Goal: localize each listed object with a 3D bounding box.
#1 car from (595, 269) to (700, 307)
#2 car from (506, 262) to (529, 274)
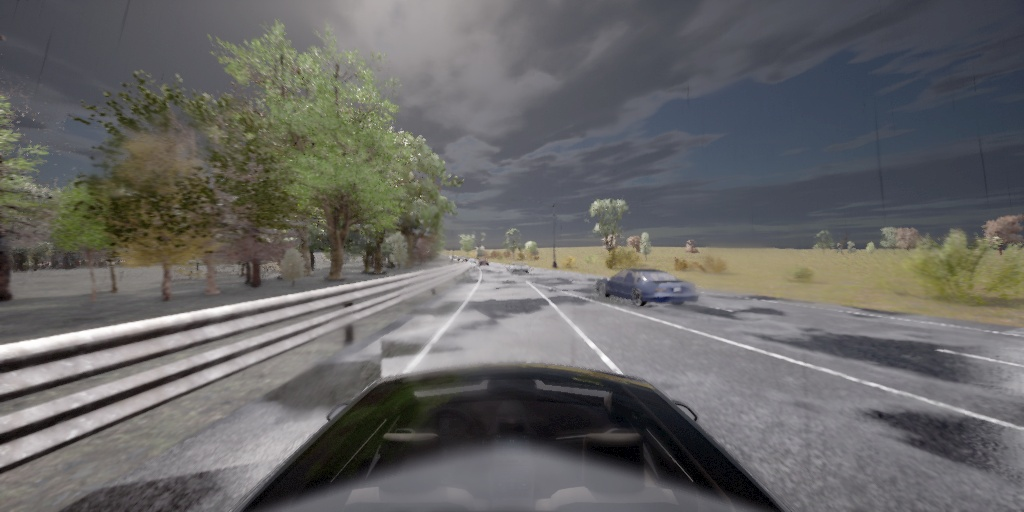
[{"bbox_3d":[5.361,1.229,15.046,2.033,1.411,5.357,0,0,-11],"label":"car"},{"bbox_3d":[0.563,1.323,40.638,1.895,1.301,4.718,0,0,-11],"label":"car"}]
